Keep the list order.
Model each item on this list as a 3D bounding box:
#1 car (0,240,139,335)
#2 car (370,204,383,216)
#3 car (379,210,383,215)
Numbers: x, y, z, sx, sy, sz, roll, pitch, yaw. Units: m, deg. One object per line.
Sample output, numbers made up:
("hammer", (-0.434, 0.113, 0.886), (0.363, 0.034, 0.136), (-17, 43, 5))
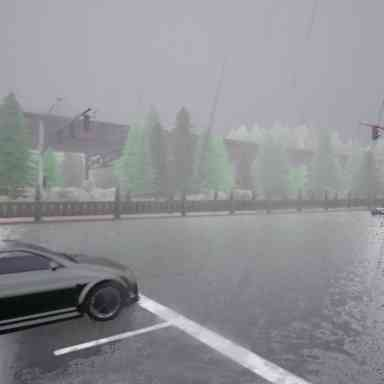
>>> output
("car", (-3.069, 1.571, 5.857), (4.181, 1.385, 1.994), (1, 0, -36))
("car", (21.589, 1.996, 36.594), (4.718, 1.301, 1.895), (1, 0, -35))
("car", (11.249, 1.714, 16.074), (4.674, 1.442, 1.812), (1, 0, -36))
